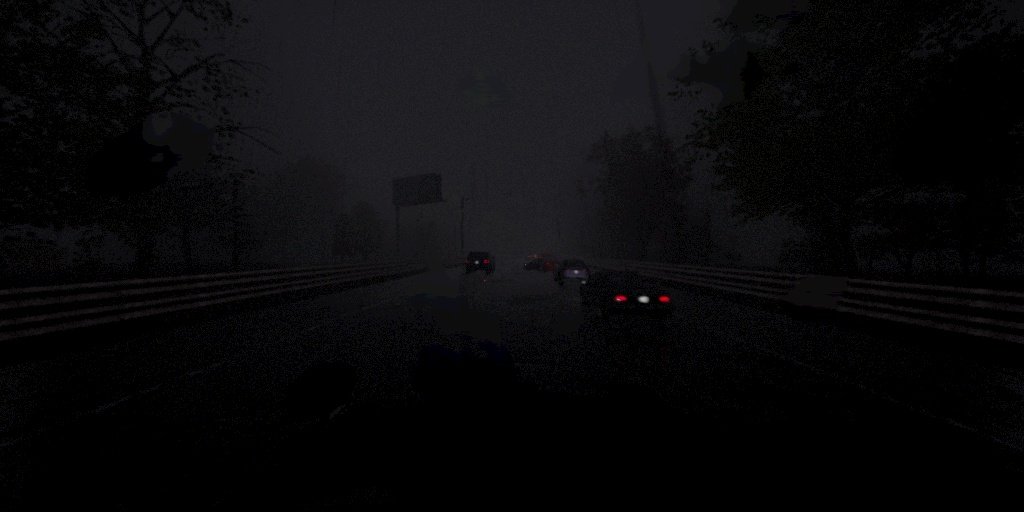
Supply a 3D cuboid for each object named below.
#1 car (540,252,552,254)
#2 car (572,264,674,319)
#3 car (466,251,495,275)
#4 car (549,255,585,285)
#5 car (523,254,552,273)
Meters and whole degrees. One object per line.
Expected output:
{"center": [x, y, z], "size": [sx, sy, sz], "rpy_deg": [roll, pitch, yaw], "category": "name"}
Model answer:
{"center": [4.638, 0.625, 44.713], "size": [2.097, 1.767, 4.553], "rpy_deg": [0, 1, 3], "category": "car"}
{"center": [3.552, 1.185, 12.135], "size": [2.033, 1.411, 5.357], "rpy_deg": [0, 1, 1], "category": "car"}
{"center": [-2.857, 0.597, 33.179], "size": [2.150, 2.045, 5.566], "rpy_deg": [0, 1, 2], "category": "car"}
{"center": [3.763, 0.945, 23.008], "size": [2.033, 1.649, 4.856], "rpy_deg": [0, 1, 2], "category": "car"}
{"center": [2.983, 0.872, 35.634], "size": [2.163, 1.488, 4.792], "rpy_deg": [0, 1, -28], "category": "car"}
